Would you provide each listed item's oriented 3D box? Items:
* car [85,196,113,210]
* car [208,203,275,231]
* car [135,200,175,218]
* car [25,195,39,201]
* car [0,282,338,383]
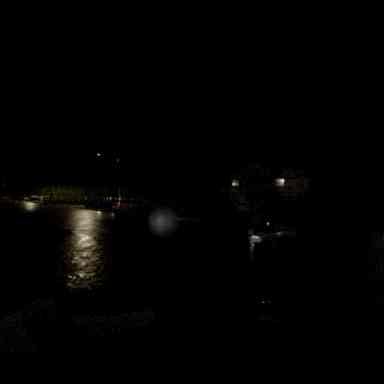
[{"bbox_3d":[-10.954,1.260,39.011,1.882,1.535,5.008,2,-1,-35],"label":"car"},{"bbox_3d":[2.792,1.411,19.772,1.812,1.442,4.674,2,-1,-34],"label":"car"},{"bbox_3d":[-3.190,1.388,28.194,1.994,1.385,4.181,2,-1,-36],"label":"car"},{"bbox_3d":[-40.348,1.607,84.700,1.895,1.301,4.718,2,-2,-36],"label":"car"},{"bbox_3d":[-0.814,1.527,2.366,4.674,1.442,1.812,0,0,-35],"label":"car"}]
